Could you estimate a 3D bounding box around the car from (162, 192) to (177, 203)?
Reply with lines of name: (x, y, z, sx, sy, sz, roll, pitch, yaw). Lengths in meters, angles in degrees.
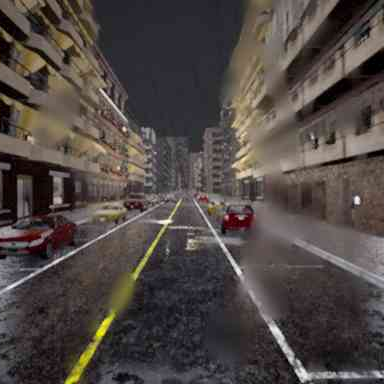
car: (-3.482, 1.089, 54.256, 2.033, 1.411, 5.357, 0, 0, -1)

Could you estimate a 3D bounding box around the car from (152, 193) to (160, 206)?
car: (-5.920, 1.191, 45.488, 2.008, 1.369, 4.403, 0, 1, -1)

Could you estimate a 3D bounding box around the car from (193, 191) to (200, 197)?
car: (1.278, 0.566, 95.550, 1.967, 1.590, 4.097, 0, 1, -1)

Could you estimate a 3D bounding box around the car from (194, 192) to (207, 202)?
car: (1.808, 0.917, 56.711, 1.967, 1.590, 4.097, 0, 1, -1)

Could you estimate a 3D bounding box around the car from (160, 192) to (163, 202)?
car: (-5.996, 1.157, 51.036, 1.947, 1.339, 4.313, 0, 1, -1)

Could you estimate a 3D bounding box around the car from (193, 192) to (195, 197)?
car: (1.354, 0.758, 90.003, 1.802, 1.307, 4.206, 0, 1, -1)

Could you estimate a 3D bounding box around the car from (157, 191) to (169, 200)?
car: (-6.297, 0.707, 73.227, 2.192, 1.841, 5.009, 0, 1, -1)

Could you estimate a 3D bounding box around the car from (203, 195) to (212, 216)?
car: (2.184, 1.247, 29.140, 1.752, 1.417, 4.829, 0, 1, -1)

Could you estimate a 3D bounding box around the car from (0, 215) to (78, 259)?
car: (-5.466, 1.517, 12.198, 1.802, 1.307, 4.206, 0, 0, -1)

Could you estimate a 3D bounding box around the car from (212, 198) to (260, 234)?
car: (2.338, 1.262, 17.873, 1.967, 1.590, 4.097, 0, 1, -1)

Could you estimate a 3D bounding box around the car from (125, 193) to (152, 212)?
car: (-5.768, 1.054, 34.389, 2.192, 1.841, 5.009, 0, 1, -1)

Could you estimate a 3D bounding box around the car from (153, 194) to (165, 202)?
car: (-6.147, 1.074, 62.133, 1.802, 1.307, 4.206, 0, 1, -1)

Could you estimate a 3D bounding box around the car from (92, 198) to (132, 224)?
car: (-5.615, 1.364, 23.124, 1.752, 1.417, 4.829, 0, 1, -1)
